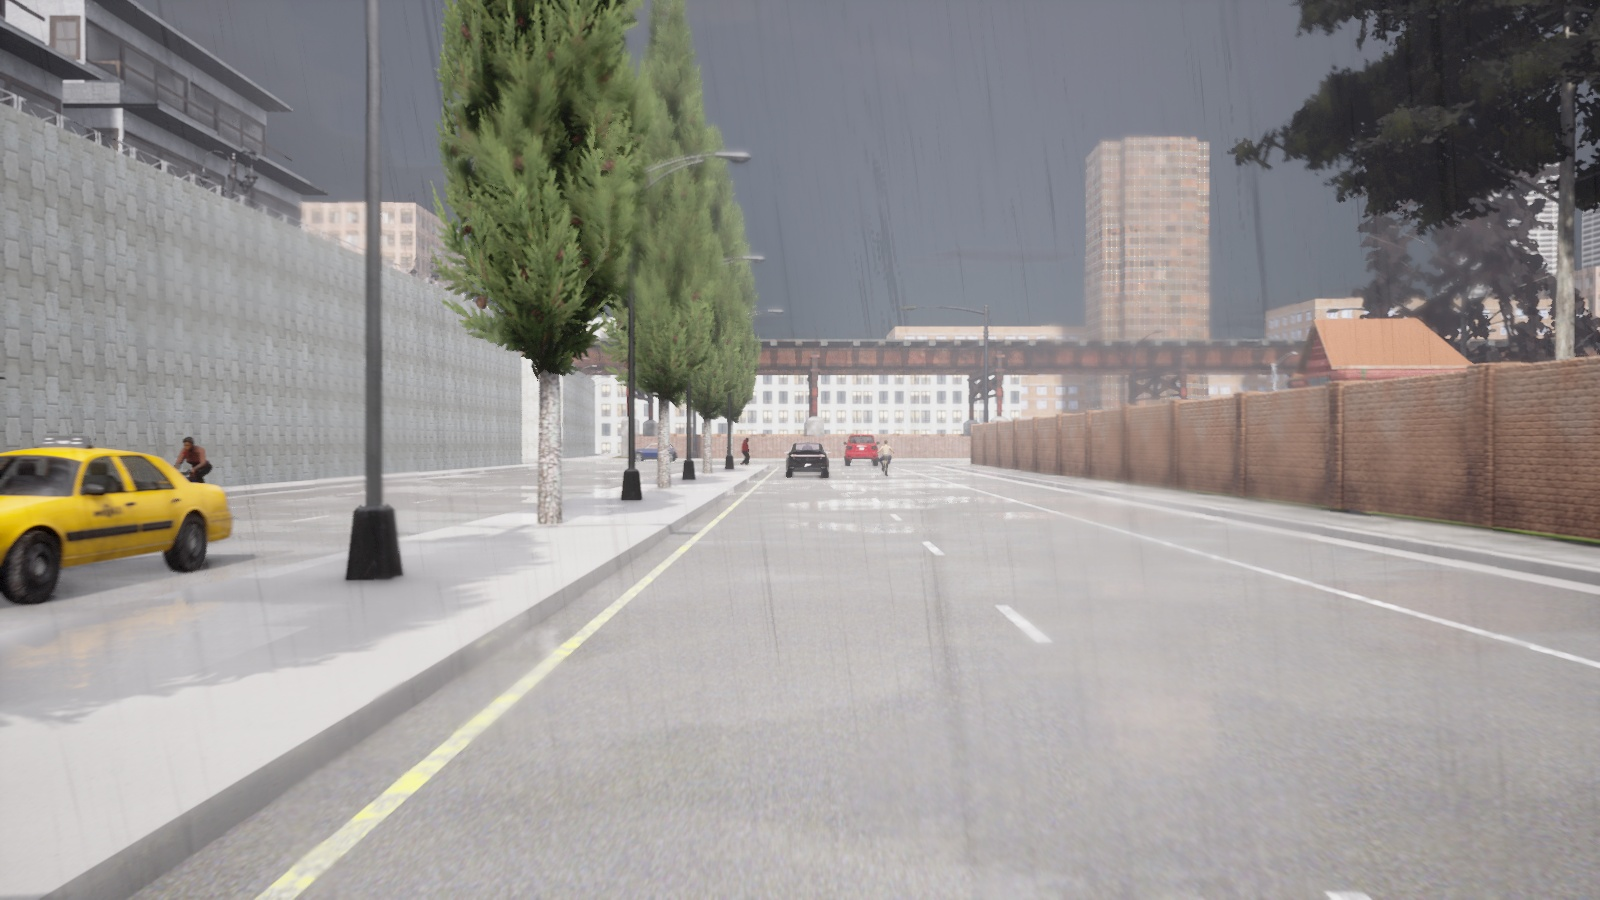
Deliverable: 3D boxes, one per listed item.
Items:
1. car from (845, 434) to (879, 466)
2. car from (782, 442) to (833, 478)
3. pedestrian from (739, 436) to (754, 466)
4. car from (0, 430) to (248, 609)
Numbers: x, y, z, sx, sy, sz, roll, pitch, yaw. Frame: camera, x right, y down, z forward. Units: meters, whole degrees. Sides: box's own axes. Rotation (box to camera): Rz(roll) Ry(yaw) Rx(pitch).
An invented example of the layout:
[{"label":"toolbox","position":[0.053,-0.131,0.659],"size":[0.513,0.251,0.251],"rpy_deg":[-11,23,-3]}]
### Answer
[{"label":"car","position":[4.094,0.003,82.691],"size":[2.150,2.045,5.566],"rpy_deg":[0,0,3]},{"label":"car","position":[0.330,0.391,55.325],"size":[2.128,1.511,4.902],"rpy_deg":[0,0,0]},{"label":"pedestrian","position":[-3.342,0.051,77.768],"size":[0.899,1.844,0.634],"rpy_deg":[0,0,-5]},{"label":"car","position":[-7.909,0.602,13.242],"size":[1.801,1.575,5.366],"rpy_deg":[0,0,0]}]
